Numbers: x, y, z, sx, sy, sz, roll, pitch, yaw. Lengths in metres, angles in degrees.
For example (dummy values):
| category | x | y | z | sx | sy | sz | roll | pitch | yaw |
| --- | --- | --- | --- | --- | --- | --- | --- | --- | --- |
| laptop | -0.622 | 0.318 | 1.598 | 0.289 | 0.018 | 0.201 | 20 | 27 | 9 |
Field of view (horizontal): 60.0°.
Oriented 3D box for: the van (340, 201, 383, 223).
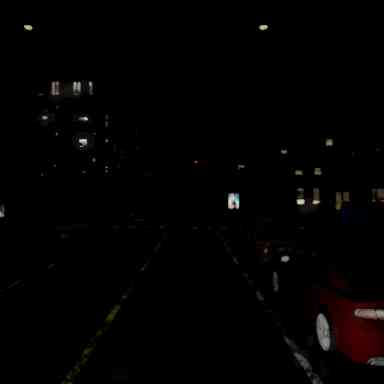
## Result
| category | x | y | z | sx | sy | sz | roll | pitch | yaw |
| --- | --- | --- | --- | --- | --- | --- | --- | --- | --- |
| van | 14.677 | 1.681 | 28.142 | 3.998 | 1.788 | 1.690 | 0 | 0 | 0 |

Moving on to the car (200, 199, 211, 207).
| category | x | y | z | sx | sy | sz | roll | pitch | yaw |
| --- | --- | --- | --- | --- | --- | --- | --- | --- | --- |
| car | 2.728 | 2.228 | 66.942 | 2.008 | 1.369 | 4.403 | 0 | -1 | 0 |

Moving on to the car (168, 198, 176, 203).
| category | x | y | z | sx | sy | sz | roll | pitch | yaw |
| --- | --- | --- | --- | --- | --- | --- | --- | --- | --- |
| car | -5.635 | 2.435 | 95.417 | 1.967 | 1.590 | 4.097 | 0 | -1 | 0 |

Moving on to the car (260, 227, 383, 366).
| category | x | y | z | sx | sy | sz | roll | pitch | yaw |
| --- | --- | --- | --- | --- | --- | --- | --- | --- | --- |
| car | 2.689 | 1.602 | 5.989 | 1.887 | 1.381 | 4.507 | 0 | -1 | 0 |

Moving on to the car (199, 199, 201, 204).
| category | x | y | z | sx | sy | sz | roll | pitch | yaw |
| --- | --- | --- | --- | --- | --- | --- | --- | --- | --- |
| car | 2.725 | 2.198 | 61.245 | 1.802 | 1.307 | 4.206 | 0 | -1 | 0 |

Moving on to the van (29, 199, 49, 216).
| category | x | y | z | sx | sy | sz | roll | pitch | yaw |
| --- | --- | --- | --- | --- | --- | --- | --- | --- | --- |
| van | -17.740 | 1.633 | 36.303 | 3.998 | 1.788 | 1.690 | 0 | 0 | 0 |

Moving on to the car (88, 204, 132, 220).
| category | x | y | z | sx | sy | sz | roll | pitch | yaw |
| --- | --- | --- | --- | --- | --- | --- | --- | --- | --- |
| car | -7.979 | 1.851 | 30.676 | 4.892 | 1.490 | 1.837 | 1 | 0 | 0 |

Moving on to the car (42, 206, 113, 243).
| category | x | y | z | sx | sy | sz | roll | pitch | yaw |
| --- | --- | --- | --- | --- | --- | --- | --- | --- | --- |
| car | -5.685 | 1.691 | 17.223 | 1.752 | 1.417 | 4.829 | 0 | -1 | 0 |

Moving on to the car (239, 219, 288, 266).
| category | x | y | z | sx | sy | sz | roll | pitch | yaw |
| --- | --- | --- | --- | --- | --- | --- | --- | --- | --- |
| car | 2.693 | 1.639 | 11.856 | 1.752 | 1.417 | 4.829 | 0 | -1 | 0 |

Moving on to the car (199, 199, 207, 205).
| category | x | y | z | sx | sy | sz | roll | pitch | yaw |
| --- | --- | --- | --- | --- | --- | --- | --- | --- | --- |
| car | 2.740 | 2.417 | 84.031 | 2.008 | 1.369 | 4.403 | -1 | -1 | 0 |

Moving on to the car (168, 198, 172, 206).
| category | x | y | z | sx | sy | sz | roll | pitch | yaw |
| --- | --- | --- | --- | --- | --- | --- | --- | --- | --- |
| car | -5.652 | 2.228 | 66.935 | 2.008 | 1.369 | 4.403 | 0 | -1 | 0 |

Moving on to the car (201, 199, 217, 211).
| category | x | y | z | sx | sy | sz | roll | pitch | yaw |
| --- | --- | --- | --- | --- | --- | --- | --- | --- | --- |
| car | 2.717 | 1.934 | 49.854 | 1.967 | 1.590 | 4.097 | 0 | -1 | 0 |

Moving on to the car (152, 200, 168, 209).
| category | x | y | z | sx | sy | sz | roll | pitch | yaw |
| --- | --- | --- | --- | --- | --- | --- | --- | --- | --- |
| car | -5.659 | 2.105 | 55.542 | 2.008 | 1.369 | 4.403 | 0 | -1 | 0 |

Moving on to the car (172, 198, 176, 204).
| category | x | y | z | sx | sy | sz | roll | pitch | yaw |
| --- | --- | --- | --- | --- | --- | --- | --- | --- | --- |
| car | -5.641 | 2.389 | 83.854 | 1.752 | 1.417 | 4.829 | 0 | -1 | 0 |
